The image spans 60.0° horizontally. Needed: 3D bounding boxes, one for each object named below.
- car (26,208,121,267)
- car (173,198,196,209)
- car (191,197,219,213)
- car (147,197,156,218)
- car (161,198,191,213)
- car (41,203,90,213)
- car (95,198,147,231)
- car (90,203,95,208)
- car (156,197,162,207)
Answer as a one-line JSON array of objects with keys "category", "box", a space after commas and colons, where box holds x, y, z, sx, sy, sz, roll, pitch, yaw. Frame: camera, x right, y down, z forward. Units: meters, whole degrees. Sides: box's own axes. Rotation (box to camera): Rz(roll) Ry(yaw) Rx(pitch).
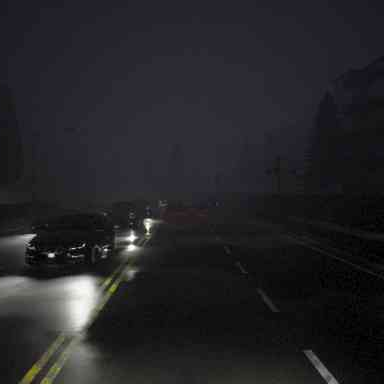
[{"category": "car", "box": [-3.943, 1.505, 11.564, 1.837, 1.490, 4.892, 0, 0, -2]}, {"category": "car", "box": [-1.098, 1.564, 47.529, 1.994, 1.385, 4.181, 0, 0, -22]}, {"category": "car", "box": [1.555, 1.352, 37.753, 2.097, 1.767, 4.553, 0, 0, -9]}, {"category": "car", "box": [-4.681, 1.352, 30.411, 2.097, 1.767, 4.553, 0, 0, -4]}, {"category": "car", "box": [-1.885, 1.492, 37.417, 2.128, 1.511, 4.902, 0, 0, -10]}, {"category": "car", "box": [-7.713, 1.564, 19.461, 1.994, 1.385, 4.181, 0, 0, -2]}, {"category": "car", "box": [-4.258, 1.352, 20.715, 2.097, 1.767, 4.553, 0, 0, -2]}, {"category": "car", "box": [-7.814, 1.602, 26.364, 1.994, 1.385, 4.181, 0, 0, -2]}, {"category": "car", "box": [-4.854, 1.505, 47.238, 1.837, 1.490, 4.892, 0, 0, -22]}]
